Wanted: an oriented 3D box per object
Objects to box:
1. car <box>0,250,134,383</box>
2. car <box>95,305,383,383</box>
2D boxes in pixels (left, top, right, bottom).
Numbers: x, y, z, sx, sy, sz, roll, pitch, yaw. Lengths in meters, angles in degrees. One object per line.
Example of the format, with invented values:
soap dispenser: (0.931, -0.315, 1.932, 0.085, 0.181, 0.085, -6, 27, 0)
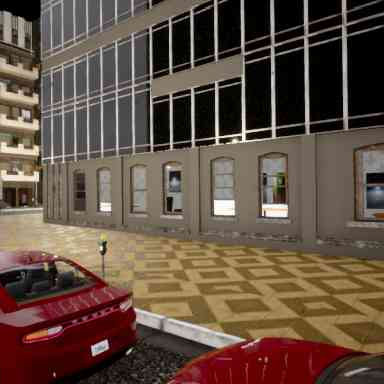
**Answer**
car: (-2.804, 1.546, 4.892, 4.507, 1.381, 1.887, 0, -1, 36)
car: (1.765, 1.545, 1.626, 4.507, 1.381, 1.887, 0, -1, 36)
